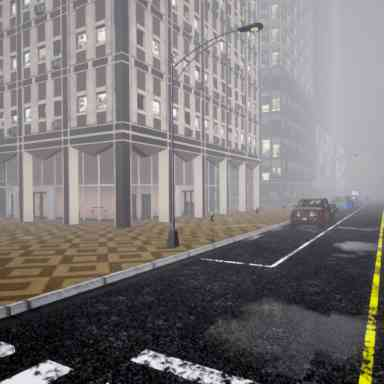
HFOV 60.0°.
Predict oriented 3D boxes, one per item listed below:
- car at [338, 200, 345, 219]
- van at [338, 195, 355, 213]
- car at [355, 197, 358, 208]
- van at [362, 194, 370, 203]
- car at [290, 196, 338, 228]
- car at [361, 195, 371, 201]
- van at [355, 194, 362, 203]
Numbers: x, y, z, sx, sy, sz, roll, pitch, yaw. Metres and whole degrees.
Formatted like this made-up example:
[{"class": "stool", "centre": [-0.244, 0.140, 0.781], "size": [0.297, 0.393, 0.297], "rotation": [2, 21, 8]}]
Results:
[{"class": "car", "centre": [10.917, 1.561, 27.074], "size": [1.947, 1.339, 4.313], "rotation": [-1, 0, 30]}, {"class": "van", "centre": [16.546, 1.331, 36.635], "size": [1.690, 1.788, 3.998], "rotation": [-1, 0, 30]}, {"class": "car", "centre": [19.344, 1.570, 41.426], "size": [1.802, 1.307, 4.206], "rotation": [-1, 0, 30]}, {"class": "van", "centre": [36.111, 1.312, 70.182], "size": [1.690, 1.788, 3.998], "rotation": [-1, 0, 30]}, {"class": "car", "centre": [8.080, 1.313, 22.308], "size": [2.192, 1.841, 5.009], "rotation": [-1, 0, 30]}, {"class": "car", "centre": [41.704, 1.509, 79.765], "size": [1.887, 1.381, 4.507], "rotation": [-1, 0, 30]}, {"class": "van", "centre": [22.136, 1.326, 46.220], "size": [1.690, 1.788, 3.998], "rotation": [-1, 0, 30]}]
